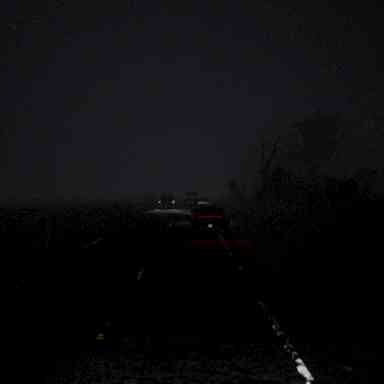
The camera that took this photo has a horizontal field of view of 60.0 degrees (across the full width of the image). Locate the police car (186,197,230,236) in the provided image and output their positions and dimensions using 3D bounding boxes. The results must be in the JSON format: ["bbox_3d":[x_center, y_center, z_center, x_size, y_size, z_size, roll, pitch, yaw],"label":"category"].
[{"bbox_3d":[0.822,1.278,17.506,1.930,1.638,5.238,0,0,0],"label":"police car"}]

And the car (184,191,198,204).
[{"bbox_3d":[-0.008,0.822,51.161,2.150,2.045,5.566,0,0,0],"label":"car"}]

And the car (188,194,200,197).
[{"bbox_3d":[0.820,1.234,33.396,1.837,1.490,4.892,0,0,0],"label":"car"}]

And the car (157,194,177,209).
[{"bbox_3d":[-2.847,1.038,39.133,2.097,1.767,4.553,0,0,0],"label":"car"}]

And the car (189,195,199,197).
[{"bbox_3d":[0.820,1.281,27.396,1.837,1.490,4.892,0,0,0],"label":"car"}]
